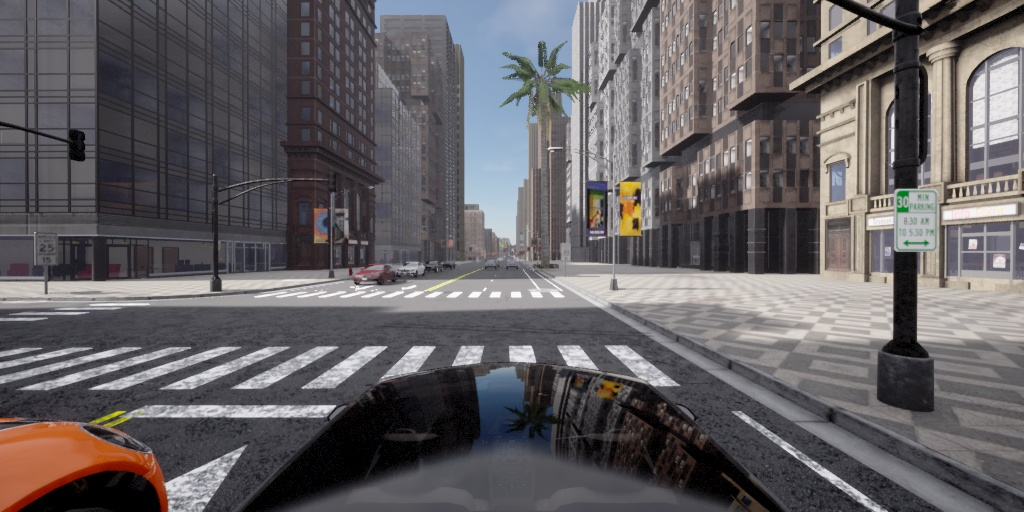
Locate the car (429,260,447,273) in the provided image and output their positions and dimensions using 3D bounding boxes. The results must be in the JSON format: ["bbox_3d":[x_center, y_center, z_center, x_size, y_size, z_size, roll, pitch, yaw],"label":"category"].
[{"bbox_3d":[-9.836,1.274,44.536,1.837,1.490,4.892,0,0,0],"label":"car"}]

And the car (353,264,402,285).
[{"bbox_3d":[-9.845,1.281,26.133,1.812,1.442,4.674,0,0,-1],"label":"car"}]

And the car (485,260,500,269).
[{"bbox_3d":[-3.236,1.335,55.749,2.033,1.411,5.357,0,0,0],"label":"car"}]

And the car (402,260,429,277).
[{"bbox_3d":[-9.839,1.286,35.280,1.812,1.442,4.674,0,0,0],"label":"car"}]

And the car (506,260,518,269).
[{"bbox_3d":[0.014,1.335,55.747,2.033,1.411,5.357,0,0,0],"label":"car"}]

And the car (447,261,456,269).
[{"bbox_3d":[-9.791,1.386,54.836,1.895,1.301,4.718,0,0,0],"label":"car"}]

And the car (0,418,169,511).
[{"bbox_3d":[-3.150,1.102,0.269,2.097,1.767,4.553,0,0,0],"label":"car"}]
